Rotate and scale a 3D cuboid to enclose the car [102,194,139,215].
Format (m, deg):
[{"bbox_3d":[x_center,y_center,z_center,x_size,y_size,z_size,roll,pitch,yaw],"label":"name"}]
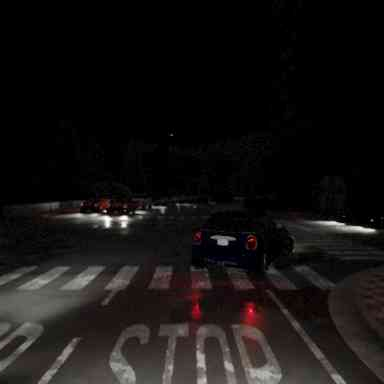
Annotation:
[{"bbox_3d":[-6.999,1.313,33.041,2.097,1.767,4.553,0,0,1],"label":"car"}]

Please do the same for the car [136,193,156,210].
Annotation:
[{"bbox_3d":[-6.653,1.171,42.626,2.150,2.045,5.566,0,0,6],"label":"car"}]

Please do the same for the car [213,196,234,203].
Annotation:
[{"bbox_3d":[6.398,1.456,70.078,5.357,1.411,2.033,0,0,-33],"label":"car"}]

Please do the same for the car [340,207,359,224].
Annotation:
[{"bbox_3d":[13.089,1.590,24.286,4.181,1.385,1.994,0,0,0],"label":"car"}]

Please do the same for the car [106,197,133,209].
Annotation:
[{"bbox_3d":[-9.744,1.424,45.086,1.882,1.535,5.008,0,0,10],"label":"car"}]

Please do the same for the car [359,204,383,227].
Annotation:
[{"bbox_3d":[13.193,1.594,20.778,4.181,1.385,1.994,0,0,-2],"label":"car"}]

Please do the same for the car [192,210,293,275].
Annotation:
[{"bbox_3d":[1.826,1.393,11.018,2.097,1.767,4.553,1,1,27],"label":"car"}]

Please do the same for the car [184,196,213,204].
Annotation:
[{"bbox_3d":[1.262,1.453,61.212,1.812,1.442,4.674,0,0,41],"label":"car"}]

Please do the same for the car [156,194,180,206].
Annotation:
[{"bbox_3d":[-4.167,1.463,52.487,1.812,1.442,4.674,0,0,25],"label":"car"}]

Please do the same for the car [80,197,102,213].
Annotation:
[{"bbox_3d":[-10.410,1.309,35.888,2.097,1.767,4.553,0,0,3],"label":"car"}]

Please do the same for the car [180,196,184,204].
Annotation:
[{"bbox_3d":[-1.606,1.450,63.474,1.812,1.442,4.674,0,0,42],"label":"car"}]
